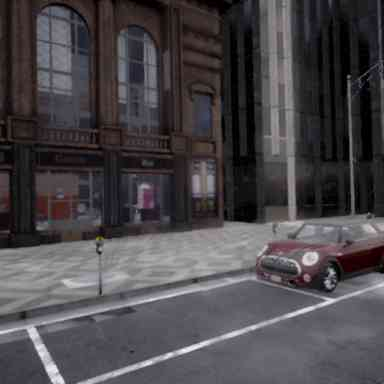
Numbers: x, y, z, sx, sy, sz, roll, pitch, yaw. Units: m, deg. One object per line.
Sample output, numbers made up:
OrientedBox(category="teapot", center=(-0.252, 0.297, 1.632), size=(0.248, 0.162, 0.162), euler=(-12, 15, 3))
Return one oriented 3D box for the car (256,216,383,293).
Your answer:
OrientedBox(category="car", center=(3.627, 1.491, 8.967), size=(4.097, 1.590, 1.967), euler=(-1, -1, -34))
